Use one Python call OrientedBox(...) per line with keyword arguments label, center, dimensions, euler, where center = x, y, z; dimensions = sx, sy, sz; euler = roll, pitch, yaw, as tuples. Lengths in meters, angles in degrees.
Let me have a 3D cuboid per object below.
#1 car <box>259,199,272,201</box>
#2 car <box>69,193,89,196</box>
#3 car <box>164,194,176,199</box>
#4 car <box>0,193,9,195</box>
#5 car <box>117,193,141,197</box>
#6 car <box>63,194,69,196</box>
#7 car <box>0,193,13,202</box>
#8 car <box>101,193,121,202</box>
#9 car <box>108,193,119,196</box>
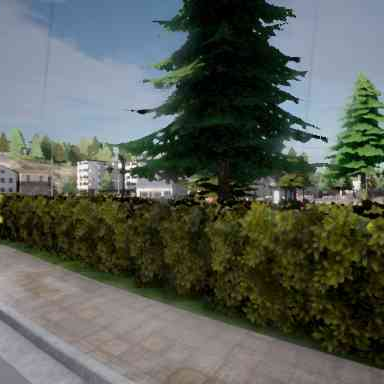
OrientedBox(label="car", center=(9.911, 1.478, 44.328), dimensions=(1.882, 1.535, 5.008), euler=(0, 0, 45))
OrientedBox(label="car", center=(-26.518, 1.153, 81.212), dimensions=(5.027, 1.636, 2.152), euler=(0, 0, -45))
OrientedBox(label="car", center=(-2.220, 1.221, 37.411), dimensions=(5.566, 2.045, 2.150), euler=(0, 0, -45))
OrientedBox(label="car", center=(-23.116, 1.330, 40.896), dimensions=(5.027, 1.636, 2.152), euler=(0, 0, -45))
OrientedBox(label="car", center=(-9.691, 1.384, 53.866), dimensions=(3.806, 1.475, 1.970), euler=(0, 0, -45))
OrientedBox(label="car", center=(-31.244, 1.232, 85.565), dimensions=(3.806, 1.475, 1.970), euler=(0, 0, -45))
OrientedBox(label="car", center=(-41.124, 1.097, 71.276), dimensions=(4.605, 1.855, 1.932), euler=(0, 0, -45))
OrientedBox(label="car", center=(-17.556, 1.077, 72.081), dimensions=(3.866, 1.878, 1.905), euler=(0, 0, -45))
OrientedBox(label="car", center=(-15.227, 1.097, 70.296), dimensions=(4.605, 1.855, 1.932), euler=(0, 0, -45))
